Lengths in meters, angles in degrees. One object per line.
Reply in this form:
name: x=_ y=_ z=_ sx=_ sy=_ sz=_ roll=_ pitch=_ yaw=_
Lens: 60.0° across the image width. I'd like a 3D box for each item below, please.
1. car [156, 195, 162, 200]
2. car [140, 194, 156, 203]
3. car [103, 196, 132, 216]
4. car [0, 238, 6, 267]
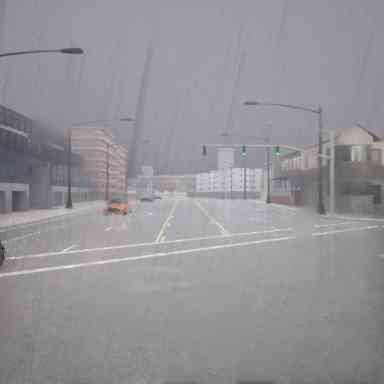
car: x=-8.680 y=1.366 z=83.400 sx=1.895 sy=1.301 sz=4.718 roll=0 pitch=-1 yaw=-2
car: x=-7.975 y=1.054 z=58.285 sx=1.882 sy=1.535 sz=5.008 roll=0 pitch=1 yaw=-2
car: x=-7.257 y=1.367 z=32.609 sx=2.097 sy=1.767 sz=4.553 roll=0 pitch=1 yaw=-2
car: x=-6.575 y=1.590 z=8.339 sx=1.994 sy=1.385 sz=4.181 roll=0 pitch=0 yaw=-2
